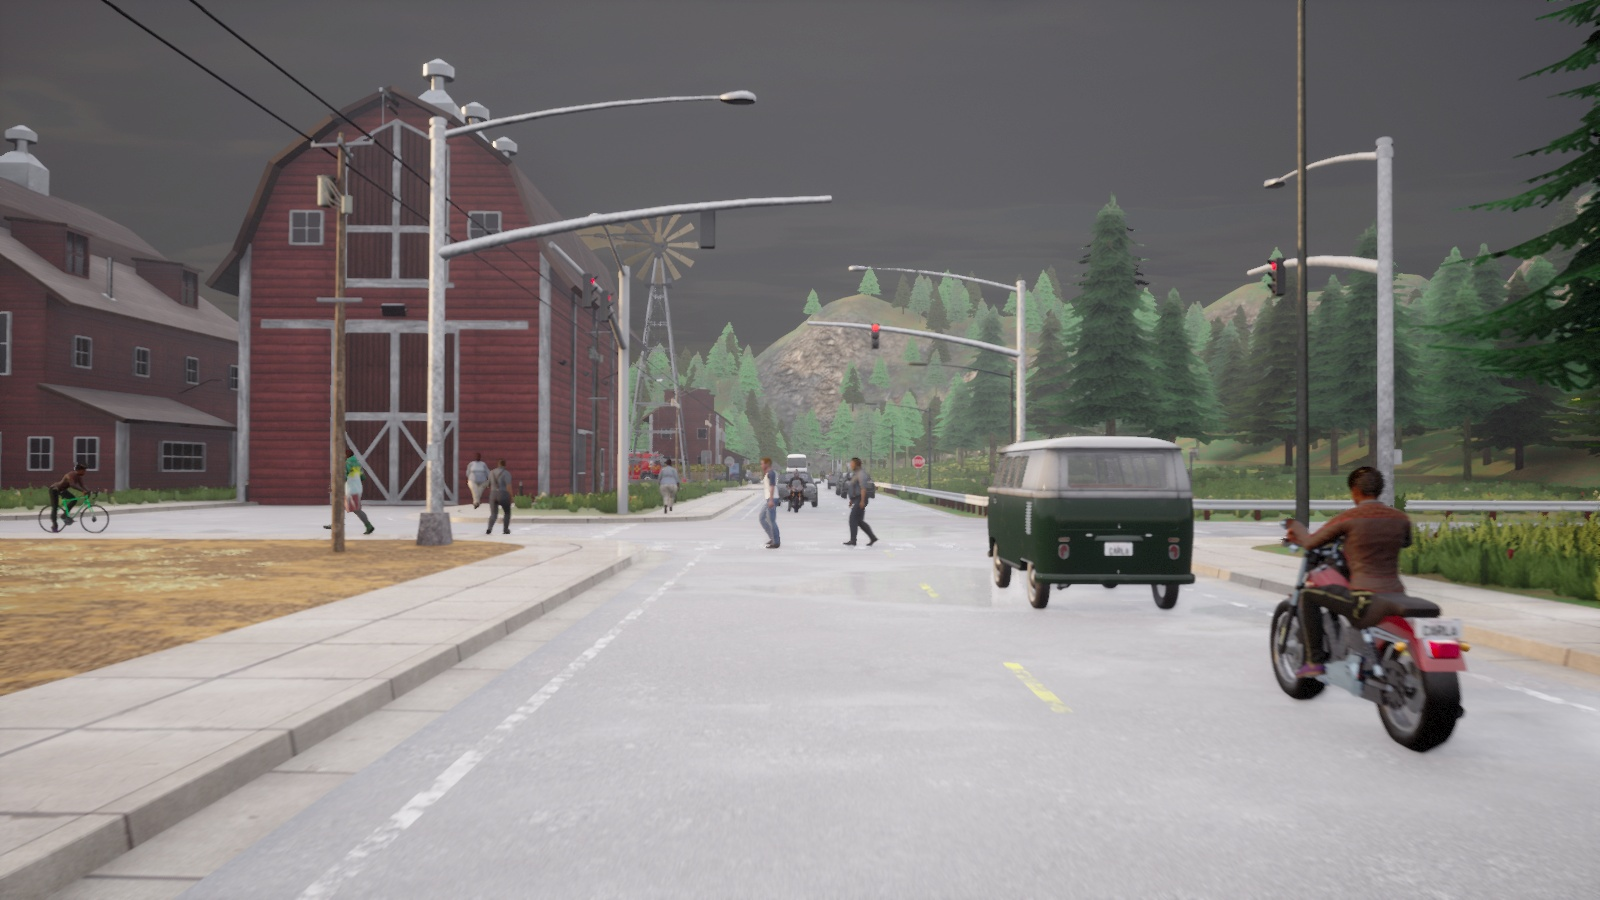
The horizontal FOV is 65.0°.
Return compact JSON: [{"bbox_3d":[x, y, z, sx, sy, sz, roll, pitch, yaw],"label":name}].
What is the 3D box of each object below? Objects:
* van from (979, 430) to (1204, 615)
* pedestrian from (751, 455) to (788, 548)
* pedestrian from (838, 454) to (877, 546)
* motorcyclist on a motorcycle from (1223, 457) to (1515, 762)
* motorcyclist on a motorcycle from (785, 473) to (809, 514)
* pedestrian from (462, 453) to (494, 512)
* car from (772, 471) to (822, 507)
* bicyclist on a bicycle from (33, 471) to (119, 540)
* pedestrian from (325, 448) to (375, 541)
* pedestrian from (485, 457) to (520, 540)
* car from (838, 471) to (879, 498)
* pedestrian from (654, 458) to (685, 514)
[{"bbox_3d":[3.460,0.817,15.760,1.775,1.987,4.442,0,-1,0],"label":"van"},{"bbox_3d":[-0.601,1.021,25.019,0.706,1.836,0.354,0,-1,4],"label":"pedestrian"},{"bbox_3d":[1.162,1.011,25.493,0.694,1.848,0.540,0,-1,-9],"label":"pedestrian"},{"bbox_3d":[3.480,0.885,7.990,0.766,1.649,2.350,0,-1,0],"label":"motorcyclist on a motorcycle"},{"bbox_3d":[-0.116,1.651,47.858,0.866,1.530,2.191,0,-1,0],"label":"motorcyclist on a motorcycle"},{"bbox_3d":[-10.246,1.038,39.950,0.874,1.855,0.900,0,-1,-22],"label":"pedestrian"},{"bbox_3d":[-0.136,1.710,56.052,2.128,1.511,4.902,0,-1,0],"label":"car"},{"bbox_3d":[-17.038,1.296,29.573,1.656,1.620,0.582,0,0,-1],"label":"bicyclist on a bicycle"},{"bbox_3d":[-9.592,0.937,26.793,0.873,1.952,0.659,0,-1,-5],"label":"pedestrian"},{"bbox_3d":[-6.698,1.090,28.271,0.540,1.848,0.694,0,-1,10],"label":"pedestrian"},{"bbox_3d":[3.325,1.967,72.236,2.128,1.511,4.902,0,-1,0],"label":"car"},{"bbox_3d":[-4.308,1.183,41.558,0.874,1.855,0.900,0,-1,2],"label":"pedestrian"}]
